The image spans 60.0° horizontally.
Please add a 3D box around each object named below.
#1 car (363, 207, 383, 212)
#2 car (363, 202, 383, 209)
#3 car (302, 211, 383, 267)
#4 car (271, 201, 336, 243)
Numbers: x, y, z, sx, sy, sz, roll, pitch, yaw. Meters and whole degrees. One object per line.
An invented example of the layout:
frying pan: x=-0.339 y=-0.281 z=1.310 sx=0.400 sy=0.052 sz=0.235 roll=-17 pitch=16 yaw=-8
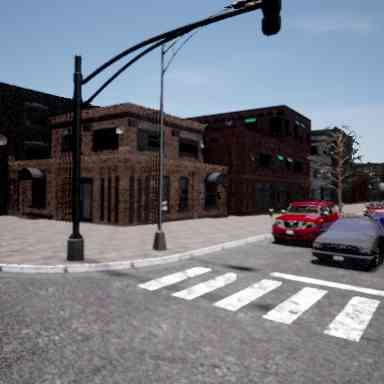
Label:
car: x=11.769 y=1.800 z=19.992 sx=1.895 sy=1.301 sz=4.718 roll=2 pitch=0 yaw=36
car: x=18.675 y=1.726 z=33.804 sx=1.967 sy=1.590 sz=4.097 roll=1 pitch=0 yaw=36
car: x=6.068 y=1.654 z=12.249 sx=2.033 sy=1.411 sz=5.357 roll=2 pitch=0 yaw=37
car: x=5.565 y=1.389 z=15.900 sx=2.192 sy=1.841 sz=5.009 roll=1 pitch=0 yaw=36
